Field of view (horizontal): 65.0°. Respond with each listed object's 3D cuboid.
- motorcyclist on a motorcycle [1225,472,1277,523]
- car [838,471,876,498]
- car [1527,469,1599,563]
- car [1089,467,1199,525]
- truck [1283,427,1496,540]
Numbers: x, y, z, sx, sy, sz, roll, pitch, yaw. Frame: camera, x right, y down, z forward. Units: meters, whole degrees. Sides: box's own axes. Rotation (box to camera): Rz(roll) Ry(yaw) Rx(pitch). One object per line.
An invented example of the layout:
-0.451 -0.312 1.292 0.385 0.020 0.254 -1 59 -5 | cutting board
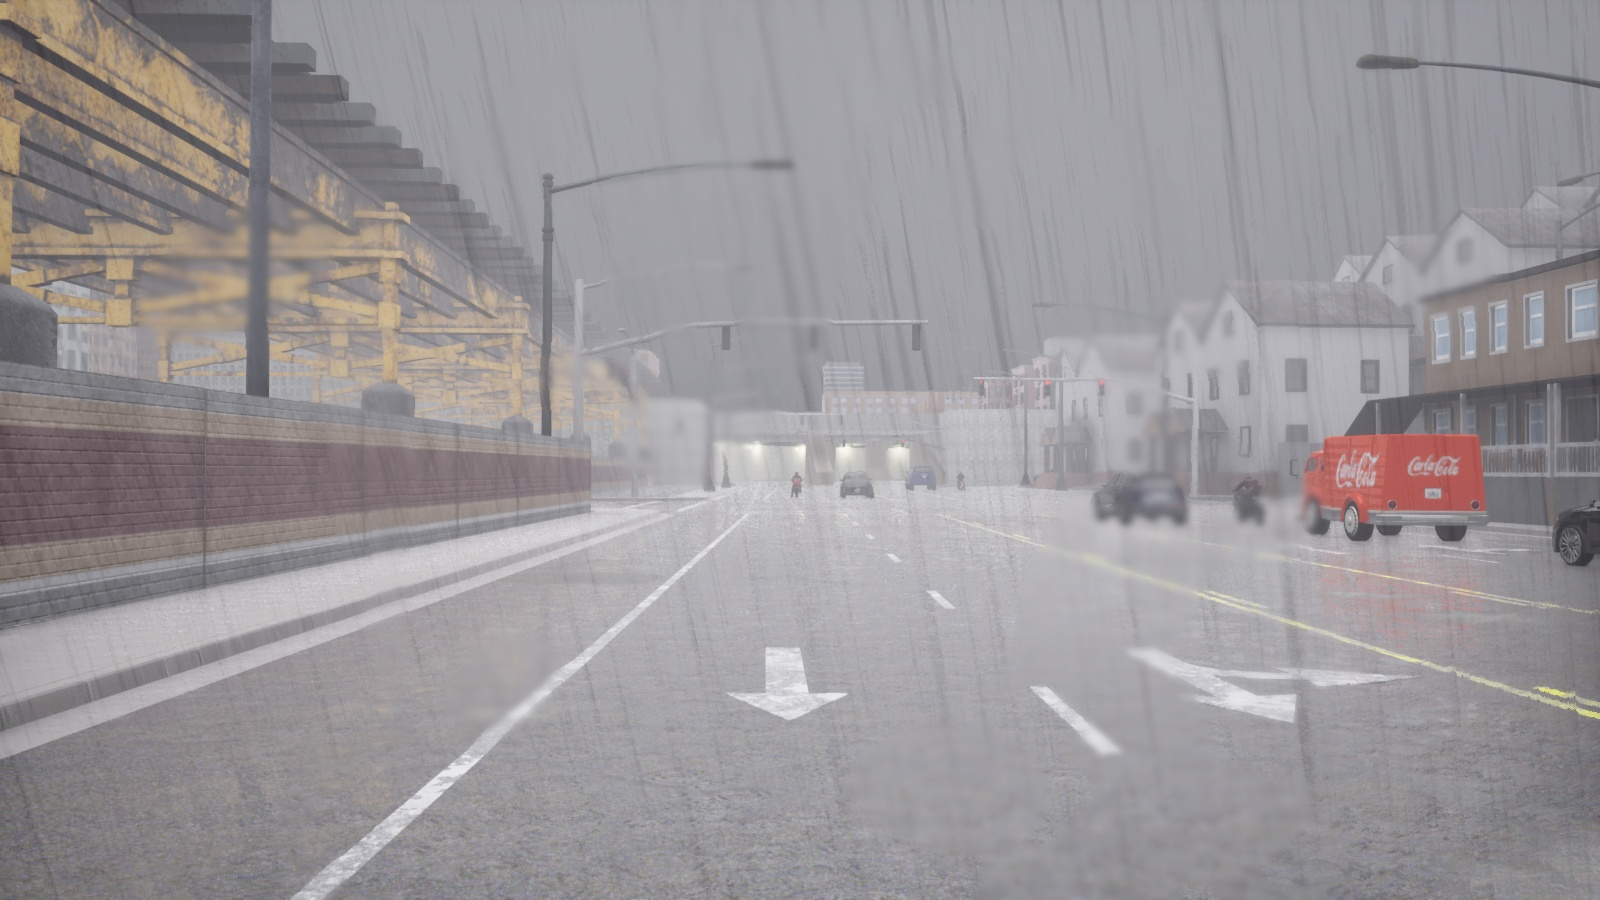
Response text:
13.872 1.442 38.686 0.866 1.530 2.191 0 -1 1 | motorcyclist on a motorcycle
3.323 1.983 73.710 2.007 1.525 4.514 0 -1 0 | car
13.955 1.047 19.801 2.128 1.511 4.902 0 -1 0 | car
10.408 1.346 38.398 2.033 1.649 4.856 0 -1 0 | car
13.926 0.777 30.126 2.627 2.467 5.204 0 -1 0 | truck
